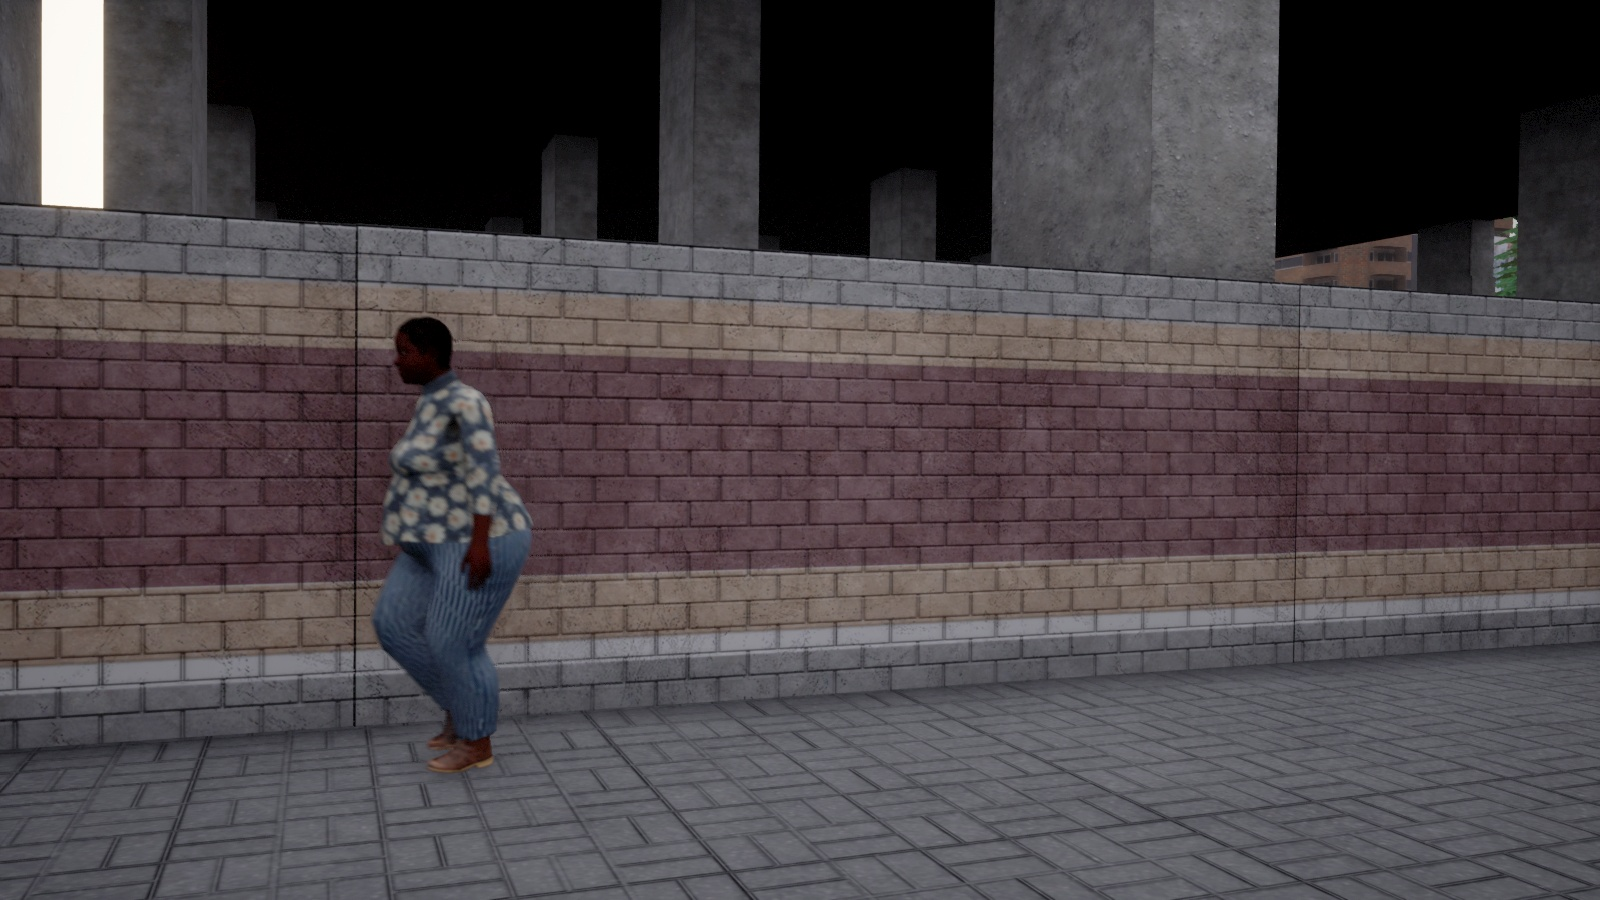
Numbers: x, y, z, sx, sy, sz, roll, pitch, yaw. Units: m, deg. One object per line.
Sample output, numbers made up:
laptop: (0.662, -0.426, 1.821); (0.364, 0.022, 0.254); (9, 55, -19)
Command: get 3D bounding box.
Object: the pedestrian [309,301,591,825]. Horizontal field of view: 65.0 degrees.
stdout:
pedestrian: (-1.422, 0.390, 5.034); (0.900, 1.855, 0.874); (-1, 1, -28)
